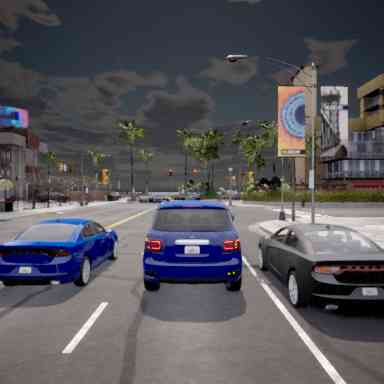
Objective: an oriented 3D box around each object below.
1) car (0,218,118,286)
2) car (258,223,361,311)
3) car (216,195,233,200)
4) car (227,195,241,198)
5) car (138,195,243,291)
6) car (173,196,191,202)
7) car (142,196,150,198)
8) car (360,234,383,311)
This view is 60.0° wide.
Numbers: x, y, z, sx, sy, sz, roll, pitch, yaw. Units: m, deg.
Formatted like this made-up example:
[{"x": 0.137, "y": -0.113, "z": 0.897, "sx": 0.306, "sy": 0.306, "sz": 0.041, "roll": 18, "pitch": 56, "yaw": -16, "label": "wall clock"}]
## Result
[{"x": -3.455, "y": 1.478, "z": 9.404, "sx": 1.882, "sy": 1.535, "sz": 5.008, "roll": 0, "pitch": 0, "yaw": 0, "label": "car"}, {"x": 2.891, "y": 1.480, "z": 7.911, "sx": 2.097, "sy": 1.535, "sz": 5.008, "roll": 0, "pitch": 0, "yaw": 0, "label": "car"}, {"x": 8.816, "y": 1.523, "z": 90.621, "sx": 4.674, "sy": 1.442, "sz": 1.812, "roll": 0, "pitch": 0, "yaw": -37, "label": "car"}, {"x": 11.071, "y": 1.539, "z": 87.922, "sx": 5.357, "sy": 1.411, "sz": 2.033, "roll": 0, "pitch": 0, "yaw": -37, "label": "car"}, {"x": 0.038, "y": 1.221, "z": 9.152, "sx": 2.150, "sy": 2.045, "sz": 5.566, "roll": 0, "pitch": 0, "yaw": 1, "label": "car"}, {"x": -2.377, "y": 1.595, "z": 79.028, "sx": 1.895, "sy": 1.301, "sz": 4.718, "roll": 0, "pitch": 0, "yaw": 33, "label": "car"}, {"x": -8.842, "y": 1.477, "z": 64.633, "sx": 1.882, "sy": 1.535, "sz": 5.008, "roll": 0, "pitch": 0, "yaw": 15, "label": "car"}, {"x": 3.039, "y": 1.354, "z": 1.486, "sx": 2.185, "sy": 1.767, "sz": 4.553, "roll": 0, "pitch": 0, "yaw": 0, "label": "car"}]
